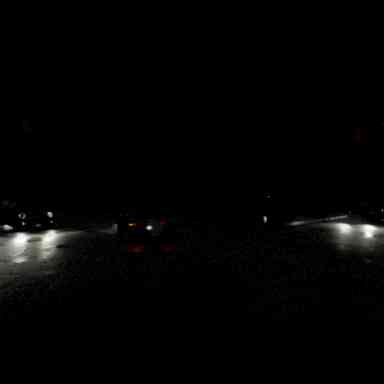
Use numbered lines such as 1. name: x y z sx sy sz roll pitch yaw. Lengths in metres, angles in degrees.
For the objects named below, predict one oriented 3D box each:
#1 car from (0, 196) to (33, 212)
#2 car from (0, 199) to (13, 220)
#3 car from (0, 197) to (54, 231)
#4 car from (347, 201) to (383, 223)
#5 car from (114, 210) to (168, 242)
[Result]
1. car: -18.663 1.231 35.256 1.895 1.301 4.718 0 2 -43
2. car: -16.438 1.357 27.390 1.837 1.490 4.892 0 1 -43
3. car: -10.442 1.346 20.927 2.097 1.767 4.553 0 1 -44
4. car: 13.581 1.435 25.390 5.008 1.535 1.882 0 0 -44
5. car: -2.657 1.572 16.721 1.994 1.385 4.181 0 0 -22
